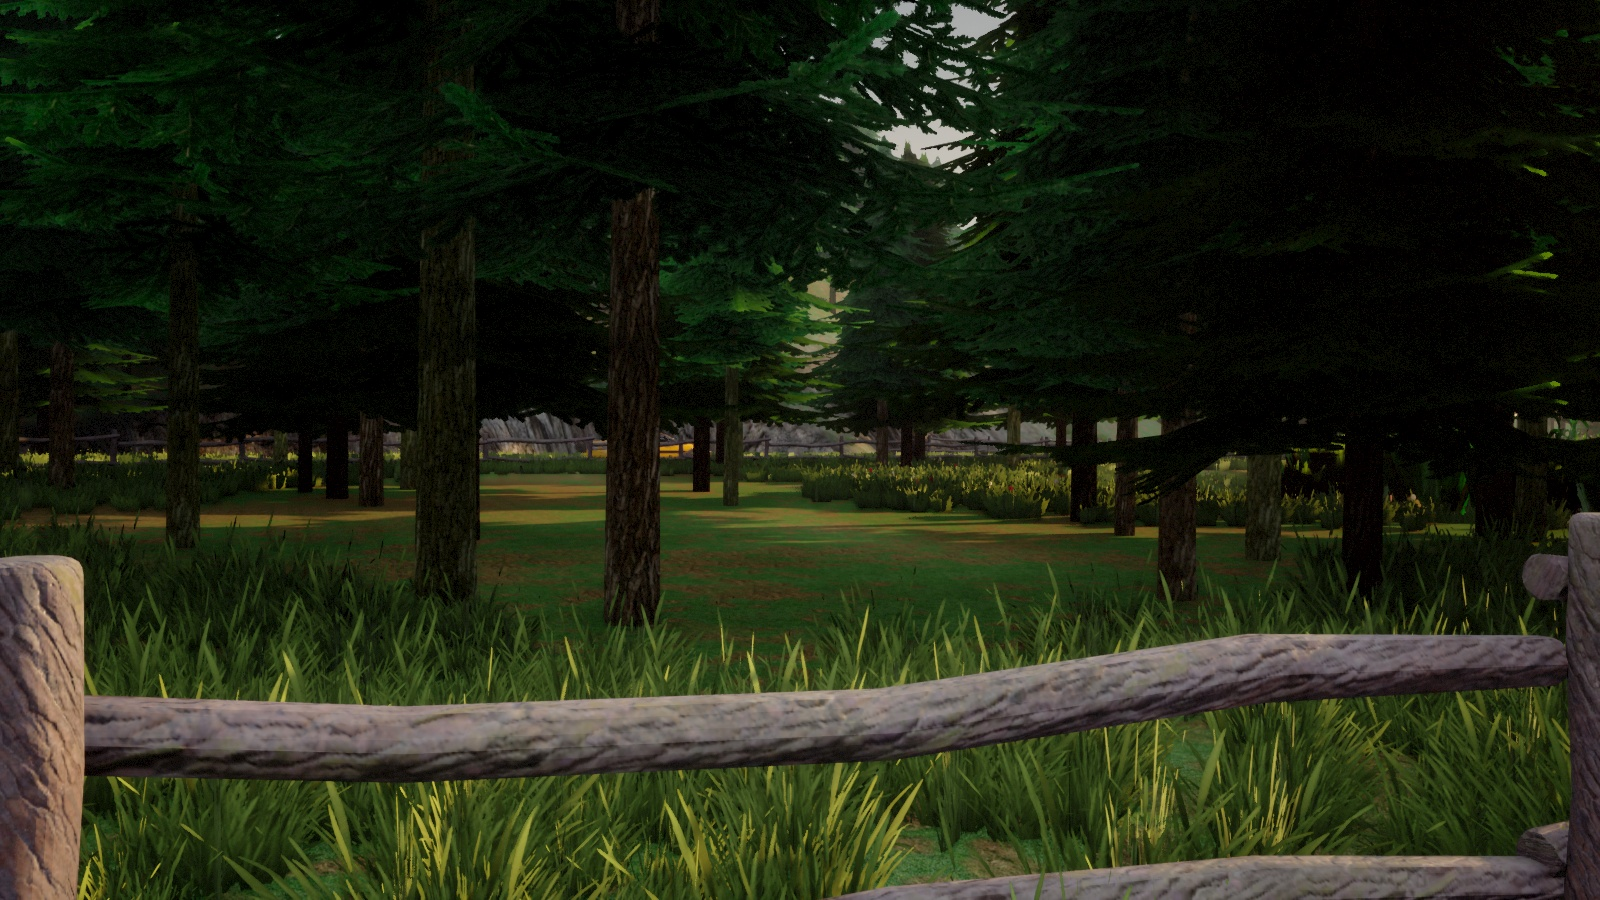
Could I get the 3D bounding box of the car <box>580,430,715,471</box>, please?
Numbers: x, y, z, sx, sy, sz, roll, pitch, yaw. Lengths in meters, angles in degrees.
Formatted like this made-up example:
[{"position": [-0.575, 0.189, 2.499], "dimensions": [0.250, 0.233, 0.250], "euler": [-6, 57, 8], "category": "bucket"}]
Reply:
[{"position": [-6.301, -0.018, 52.239], "dimensions": [5.366, 1.575, 1.801], "euler": [-1, 1, -37], "category": "car"}]
